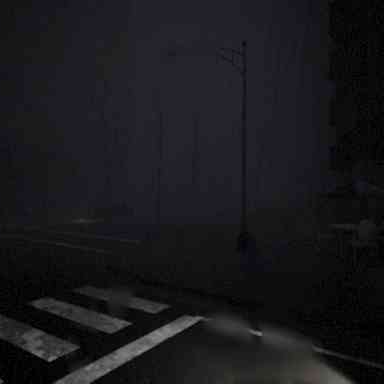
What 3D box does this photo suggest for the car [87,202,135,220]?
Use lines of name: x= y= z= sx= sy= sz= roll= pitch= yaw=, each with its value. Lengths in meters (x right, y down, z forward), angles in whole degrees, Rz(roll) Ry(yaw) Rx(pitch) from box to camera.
car: x=-6.913 y=1.575 z=28.589 sx=1.994 sy=1.385 sz=4.181 roll=0 pitch=0 yaw=36
